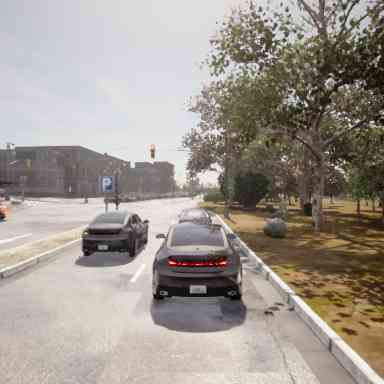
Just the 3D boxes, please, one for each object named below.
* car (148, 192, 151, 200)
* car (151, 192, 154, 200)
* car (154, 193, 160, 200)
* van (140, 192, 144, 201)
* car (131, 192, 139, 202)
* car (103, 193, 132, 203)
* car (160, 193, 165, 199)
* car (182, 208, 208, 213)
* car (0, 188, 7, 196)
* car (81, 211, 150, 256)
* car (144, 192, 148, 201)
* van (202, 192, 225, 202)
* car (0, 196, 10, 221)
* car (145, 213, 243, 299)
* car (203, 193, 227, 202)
[{"bbox_3d":[-12.624,1.357,78.269,4.674,1.452,2.002,-1,0,-13],"label":"car"},{"bbox_3d":[-12.252,1.357,81.270,4.674,1.452,2.002,-1,0,-13],"label":"car"},{"bbox_3d":[-11.435,1.355,87.252,4.674,1.452,2.002,-1,0,-12],"label":"car"},{"bbox_3d":[-13.226,1.091,72.302,4.442,1.987,1.878,-1,0,-14],"label":"van"},{"bbox_3d":[-13.786,1.314,66.311,5.366,1.575,1.946,-1,0,-15],"label":"car"},{"bbox_3d":[-14.431,1.357,63.319,4.792,1.488,2.163,-1,0,-15],"label":"car"},{"bbox_3d":[-10.984,1.062,90.258,5.566,2.045,2.435,-1,0,-12],"label":"car"},{"bbox_3d":[0.160,1.571,18.136,2.033,1.411,5.357,0,0,1],"label":"car"},{"bbox_3d":[-31.154,0.136,54.190,2.002,1.452,4.674,6,-3,-19],"label":"car"},{"bbox_3d":[-2.872,1.524,13.198,1.837,1.490,4.892,0,1,0],"label":"car"},{"bbox_3d":[-12.997,1.320,75.274,4.892,1.521,2.231,-1,0,-14],"label":"car"},{"bbox_3d":[4.297,1.041,65.909,4.442,1.987,1.878,1,0,-14],"label":"van"},{"bbox_3d":[-16.622,1.403,25.513,4.553,1.767,2.185,-1,0,-19],"label":"car"},{"bbox_3d":[0.111,1.514,8.434,1.837,1.490,4.892,0,0,0],"label":"car"},{"bbox_3d":[4.681,1.140,68.879,4.553,1.767,2.185,1,0,-14],"label":"car"}]
